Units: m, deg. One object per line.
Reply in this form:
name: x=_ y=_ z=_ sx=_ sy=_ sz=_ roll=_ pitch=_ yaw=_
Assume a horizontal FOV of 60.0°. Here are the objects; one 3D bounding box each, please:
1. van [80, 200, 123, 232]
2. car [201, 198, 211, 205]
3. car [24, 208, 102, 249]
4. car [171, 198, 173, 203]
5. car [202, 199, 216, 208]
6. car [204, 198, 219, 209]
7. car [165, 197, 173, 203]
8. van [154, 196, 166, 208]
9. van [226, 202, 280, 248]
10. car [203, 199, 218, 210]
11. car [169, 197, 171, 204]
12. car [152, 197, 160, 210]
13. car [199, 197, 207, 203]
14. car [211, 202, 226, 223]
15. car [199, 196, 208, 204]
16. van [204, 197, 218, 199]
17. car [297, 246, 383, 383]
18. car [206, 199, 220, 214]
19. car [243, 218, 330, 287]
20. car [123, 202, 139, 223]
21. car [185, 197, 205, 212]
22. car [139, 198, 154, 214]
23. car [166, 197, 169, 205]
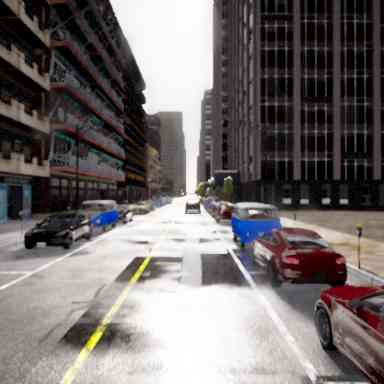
van: x=-5.690 y=1.414 z=20.407 sx=1.690 sy=1.788 sz=3.998 roll=0 pitch=0 yaw=0
car: x=2.686 y=1.867 z=65.714 sx=1.887 sy=1.381 sz=4.507 roll=0 pitch=0 yaw=0
car: x=-5.689 y=1.616 z=14.741 sx=1.947 sy=1.339 sz=4.313 roll=0 pitch=0 yaw=0
car: x=-5.694 y=1.797 z=71.376 sx=1.967 sy=1.590 sz=4.097 roll=0 pitch=0 yaw=0
car: x=2.688 y=1.808 z=54.386 sx=2.008 sy=1.369 sz=4.403 roll=0 pitch=0 yaw=0
car: x=2.688 y=1.711 z=37.394 sx=2.008 sy=1.369 sz=4.403 roll=0 pitch=0 yaw=0
car: x=-5.695 y=1.956 z=82.532 sx=1.752 sy=1.417 sz=4.829 roll=0 pitch=0 yaw=0
van: x=-5.693 y=1.600 z=54.387 sx=1.690 sy=1.788 sz=3.998 roll=0 pitch=0 yaw=0
van: x=2.691 y=1.390 z=14.743 sx=1.690 sy=1.788 sz=3.998 roll=0 pitch=0 yaw=0
car: x=2.688 y=1.770 z=48.722 sx=1.887 sy=1.381 sz=4.507 roll=0 pitch=0 yaw=0
car: x=-5.694 y=1.890 z=65.713 sx=1.947 sy=1.339 sz=4.313 roll=0 pitch=0 yaw=0
car: x=-5.692 y=1.744 z=43.057 sx=2.008 sy=1.369 sz=4.403 roll=0 pitch=0 yaw=0
car: x=2.685 y=1.976 z=82.703 sx=1.887 sy=1.381 sz=4.507 roll=0 pitch=0 yaw=0
car: x=2.689 y=1.681 z=26.068 sx=1.802 sy=1.307 sz=4.206 roll=0 pitch=0 yaw=0
car: x=2.685 y=1.832 z=77.041 sx=1.967 sy=1.590 sz=4.097 roll=0 pitch=0 yaw=0
van: x=2.688 y=1.534 z=43.059 sx=1.690 sy=1.788 sz=3.998 roll=0 pitch=0 yaw=0
car: x=2.692 y=1.593 z=3.417 sx=1.802 sy=1.307 sz=4.206 roll=0 pitch=0 yaw=0
car: x=2.689 y=1.679 z=31.731 sx=2.008 sy=1.369 sz=4.403 roll=0 pitch=0 yaw=0
car: x=2.691 y=1.611 z=9.079 sx=1.802 sy=1.307 sz=4.206 roll=0 pitch=0 yaw=0
car: x=-5.691 y=1.651 z=26.068 sx=2.008 sy=1.369 sz=4.403 roll=0 pitch=0 yaw=0
car: x=0.097 y=1.671 z=40.831 sx=2.128 sy=1.511 sz=4.902 roll=0 pitch=0 yaw=0
car: x=-5.692 y=1.685 z=37.223 sx=1.752 sy=1.417 sz=4.829 roll=0 pitch=0 yaw=0
car: x=-5.693 y=1.816 z=59.880 sx=1.752 sy=1.417 sz=4.829 roll=0 pitch=0 yaw=0
